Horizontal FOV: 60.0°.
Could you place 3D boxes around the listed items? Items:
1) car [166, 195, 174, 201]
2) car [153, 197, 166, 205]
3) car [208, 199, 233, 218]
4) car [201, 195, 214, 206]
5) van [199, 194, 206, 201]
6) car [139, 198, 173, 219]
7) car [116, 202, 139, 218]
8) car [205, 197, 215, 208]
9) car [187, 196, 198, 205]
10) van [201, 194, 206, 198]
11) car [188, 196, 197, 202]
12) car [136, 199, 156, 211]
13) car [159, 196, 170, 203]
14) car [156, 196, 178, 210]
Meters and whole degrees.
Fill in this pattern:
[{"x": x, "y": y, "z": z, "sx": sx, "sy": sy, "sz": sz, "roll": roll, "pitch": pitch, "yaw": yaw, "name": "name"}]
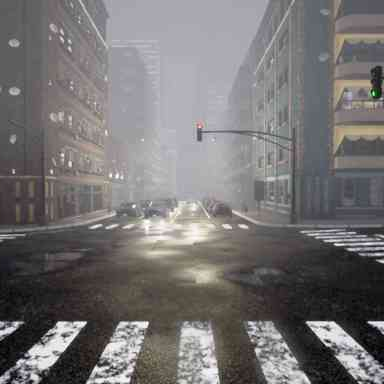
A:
[{"x": -5.643, "y": 1.563, "z": 85.359, "sx": 1.752, "sy": 1.417, "sz": 4.829, "roll": 0, "pitch": 0, "yaw": 0, "name": "car"}, {"x": -5.660, "y": 1.561, "z": 57.912, "sx": 1.887, "sy": 1.381, "sz": 4.507, "roll": 0, "pitch": 0, "yaw": 0, "name": "car"}, {"x": 2.704, "y": 1.584, "z": 30.277, "sx": 1.802, "sy": 1.307, "sz": 4.206, "roll": 0, "pitch": 0, "yaw": 0, "name": "car"}, {"x": 2.714, "y": 1.554, "z": 46.847, "sx": 1.887, "sy": 1.381, "sz": 4.507, "roll": 0, "pitch": 0, "yaw": 0, "name": "car"}, {"x": 2.736, "y": 1.379, "z": 85.512, "sx": 1.690, "sy": 1.788, "sz": 3.998, "roll": -1, "pitch": 0, "yaw": 0, "name": "van"}, {"x": -3.082, "y": 1.550, "z": 29.800, "sx": 2.033, "sy": 1.411, "sz": 5.357, "roll": 0, "pitch": 0, "yaw": 0, "name": "car"}, {"x": -5.677, "y": 1.568, "z": 30.294, "sx": 1.947, "sy": 1.339, "sz": 4.313, "roll": 0, "pitch": 0, "yaw": 0, "name": "car"}, {"x": 2.707, "y": 1.570, "z": 35.800, "sx": 1.947, "sy": 1.339, "sz": 4.313, "roll": 0, "pitch": 0, "yaw": 0, "name": "car"}, {"x": 0.038, "y": 1.543, "z": 59.734, "sx": 1.812, "sy": 1.442, "sz": 4.674, "roll": 0, "pitch": 0, "yaw": 0, "name": "car"}, {"x": 2.716, "y": 1.354, "z": 52.370, "sx": 1.690, "sy": 1.788, "sz": 3.998, "roll": 0, "pitch": 0, "yaw": 0, "name": "van"}, {"x": 0.045, "y": 1.452, "z": 69.770, "sx": 1.895, "sy": 1.301, "sz": 4.718, "roll": 0, "pitch": 0, "yaw": 0, "name": "car"}, {"x": -5.670, "y": 1.573, "z": 41.341, "sx": 1.947, "sy": 1.339, "sz": 4.313, "roll": 0, "pitch": 0, "yaw": 0, "name": "car"}, {"x": -5.653, "y": 1.605, "z": 68.959, "sx": 1.802, "sy": 1.307, "sz": 4.206, "roll": 0, "pitch": 0, "yaw": 0, "name": "car"}, {"x": -3.072, "y": 1.511, "z": 39.918, "sx": 1.837, "sy": 1.490, "sz": 4.892, "roll": 0, "pitch": 0, "yaw": 0, "name": "car"}]
